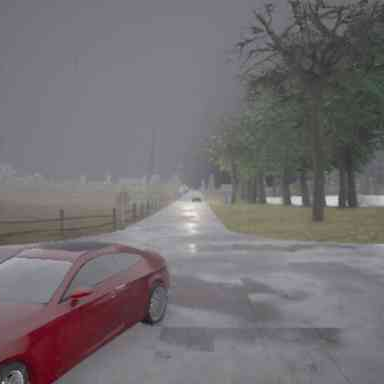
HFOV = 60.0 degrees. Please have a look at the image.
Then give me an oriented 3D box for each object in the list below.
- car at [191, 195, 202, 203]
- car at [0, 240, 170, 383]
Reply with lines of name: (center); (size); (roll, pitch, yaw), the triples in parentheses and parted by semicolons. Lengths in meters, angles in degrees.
car: (0.968, 1.437, 67.421); (1.837, 1.490, 4.892); (0, 1, 1)
car: (-1.900, 1.509, 4.730); (1.812, 1.442, 4.674); (-1, 0, 22)
